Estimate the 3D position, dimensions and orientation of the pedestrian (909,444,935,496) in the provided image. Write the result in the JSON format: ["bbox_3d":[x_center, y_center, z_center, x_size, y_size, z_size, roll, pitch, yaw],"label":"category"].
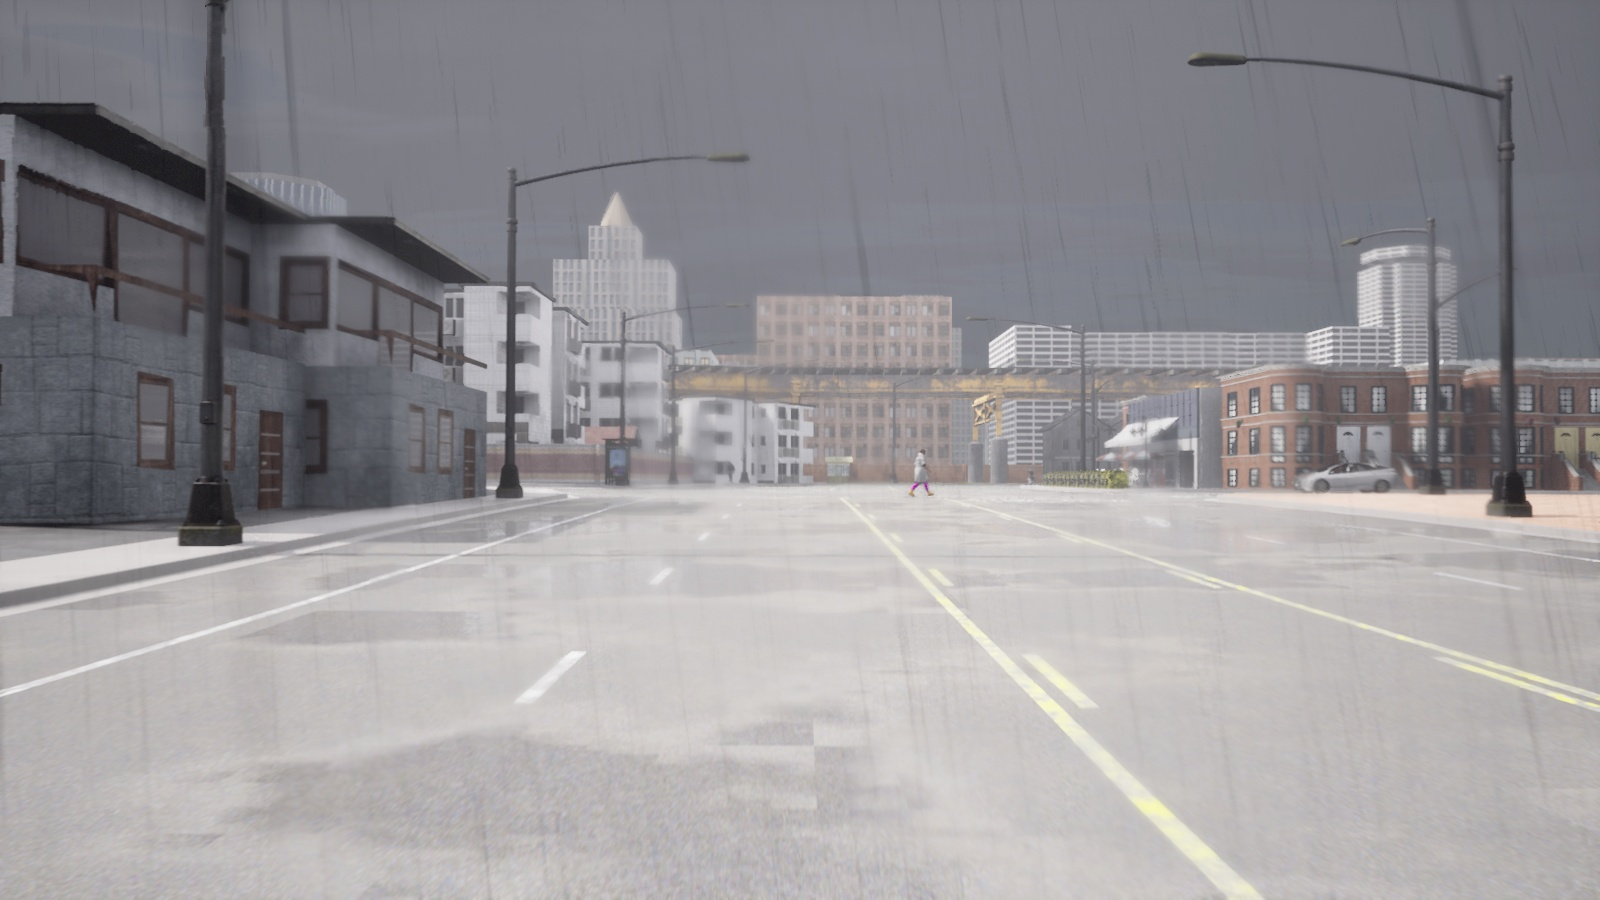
[{"bbox_3d":[4.641,0.762,47.674,0.873,1.952,0.659,0,-1,-4],"label":"pedestrian"}]

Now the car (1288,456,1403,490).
[{"bbox_3d":[25.608,1.086,59.092,4.514,1.525,2.007,0,-1,1],"label":"car"}]
